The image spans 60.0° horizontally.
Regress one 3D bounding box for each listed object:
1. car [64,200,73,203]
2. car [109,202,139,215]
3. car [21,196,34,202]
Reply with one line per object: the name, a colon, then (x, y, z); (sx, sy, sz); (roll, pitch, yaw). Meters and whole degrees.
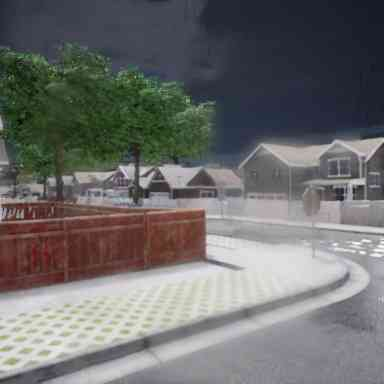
car: (-17.810, 1.807, 47.021); (1.994, 1.385, 4.181); (0, 0, -35)
car: (-5.851, 1.655, 30.098); (2.033, 1.411, 5.357); (0, 0, -36)
car: (-41.929, 2.118, 85.566); (1.895, 1.301, 4.718); (0, 0, -36)
